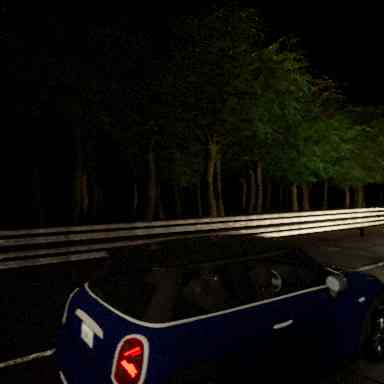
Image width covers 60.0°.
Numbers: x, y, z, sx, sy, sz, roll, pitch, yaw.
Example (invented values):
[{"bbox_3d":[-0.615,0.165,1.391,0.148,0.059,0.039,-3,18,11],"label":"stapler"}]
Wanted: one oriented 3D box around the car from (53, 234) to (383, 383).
[{"bbox_3d":[0.741,1.354,4.355,4.553,1.767,2.097,0,0,-36],"label":"car"}]
